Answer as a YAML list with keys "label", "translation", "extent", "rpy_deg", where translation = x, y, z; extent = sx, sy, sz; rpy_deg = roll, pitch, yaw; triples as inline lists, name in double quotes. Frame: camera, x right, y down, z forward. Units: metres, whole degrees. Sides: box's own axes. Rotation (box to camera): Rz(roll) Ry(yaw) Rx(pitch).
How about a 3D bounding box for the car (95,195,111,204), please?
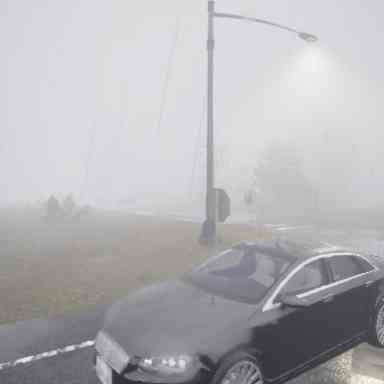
- label: "car"
  translation: [-16.191, 1.245, 60.942]
  extent: [2.097, 1.767, 4.553]
  rpy_deg: [0, 0, -34]

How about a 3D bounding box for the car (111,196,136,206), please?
- label: "car"
  translation: [-10.486, 1.402, 52.422]
  extent: [2.128, 1.511, 4.902]
  rpy_deg: [0, 0, -33]

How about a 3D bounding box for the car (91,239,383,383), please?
- label: "car"
  translation: [1.133, 1.494, 4.683]
  extent: [4.902, 1.511, 2.128]
  rpy_deg: [0, 0, -35]
